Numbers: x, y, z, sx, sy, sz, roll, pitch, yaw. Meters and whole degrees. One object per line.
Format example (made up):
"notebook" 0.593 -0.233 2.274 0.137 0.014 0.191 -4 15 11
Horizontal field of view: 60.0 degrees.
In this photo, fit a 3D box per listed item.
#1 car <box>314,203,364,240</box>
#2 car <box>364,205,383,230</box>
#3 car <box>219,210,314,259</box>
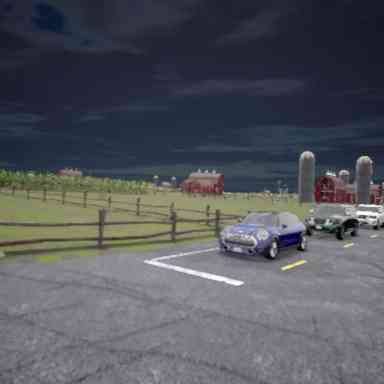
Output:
"car" 8.992 1.778 21.228 2.150 2.045 5.566 3 0 38
"car" 15.961 2.180 30.038 2.150 2.045 5.566 3 -1 38
"car" 3.050 1.567 13.733 2.097 1.767 4.553 3 0 39
